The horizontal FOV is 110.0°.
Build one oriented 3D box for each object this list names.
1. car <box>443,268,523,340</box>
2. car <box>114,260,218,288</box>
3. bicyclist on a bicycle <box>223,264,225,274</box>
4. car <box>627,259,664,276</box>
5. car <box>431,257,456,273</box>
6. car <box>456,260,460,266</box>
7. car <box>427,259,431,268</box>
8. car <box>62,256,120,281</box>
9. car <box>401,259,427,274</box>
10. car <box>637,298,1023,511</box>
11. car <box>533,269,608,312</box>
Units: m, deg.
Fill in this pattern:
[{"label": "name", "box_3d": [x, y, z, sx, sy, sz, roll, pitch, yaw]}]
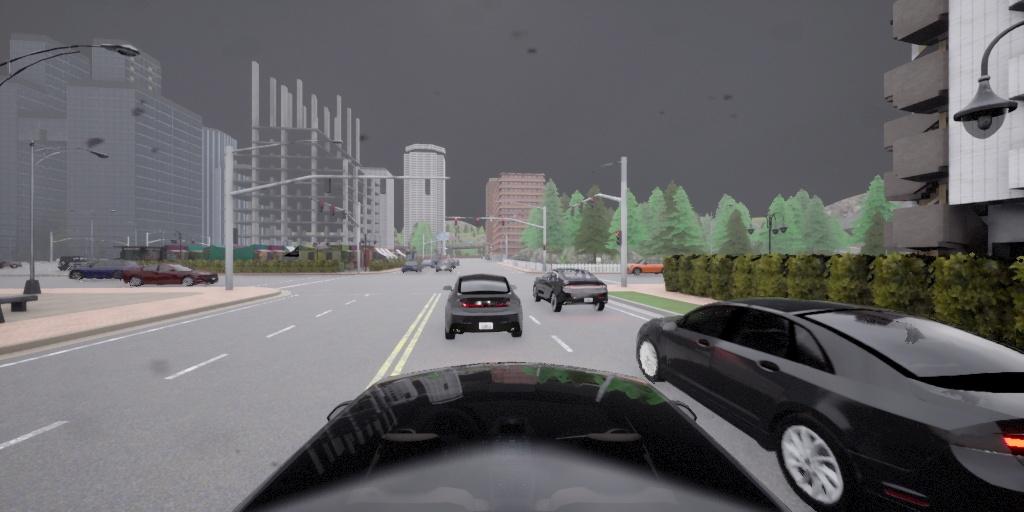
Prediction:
[{"label": "car", "box_3d": [-0.867, 1.255, 10.111, 1.837, 1.490, 4.892, 0, 0, -7]}, {"label": "car", "box_3d": [-22.287, 1.228, 23.558, 5.008, 1.535, 1.882, 0, 0, -5]}, {"label": "bicyclist on a bicycle", "box_3d": [-29.555, 1.011, 37.399, 0.582, 1.620, 1.656, 0, 5, -5]}, {"label": "car", "box_3d": [14.019, 1.102, 37.536, 4.553, 1.767, 2.097, 0, 0, -5]}, {"label": "car", "box_3d": [-8.139, 1.241, 43.054, 2.128, 1.511, 4.902, 0, 0, -9]}, {"label": "car", "box_3d": [-9.992, 1.297, 57.849, 2.033, 1.411, 5.357, 0, 0, -6]}, {"label": "car", "box_3d": [-13.386, 1.275, 56.763, 1.812, 1.442, 4.674, 0, 0, -7]}, {"label": "car", "box_3d": [-33.481, 1.102, 29.787, 4.553, 1.767, 2.097, 0, 0, -5]}, {"label": "car", "box_3d": [-11.763, 1.297, 42.387, 2.033, 1.411, 5.357, 0, 0, -6]}, {"label": "car", "box_3d": [3.163, 1.254, 4.283, 1.837, 1.490, 4.892, 0, 0, -4]}, {"label": "car", "box_3d": [2.126, 1.242, 14.230, 2.128, 1.511, 4.902, 0, 0, -9]}]
